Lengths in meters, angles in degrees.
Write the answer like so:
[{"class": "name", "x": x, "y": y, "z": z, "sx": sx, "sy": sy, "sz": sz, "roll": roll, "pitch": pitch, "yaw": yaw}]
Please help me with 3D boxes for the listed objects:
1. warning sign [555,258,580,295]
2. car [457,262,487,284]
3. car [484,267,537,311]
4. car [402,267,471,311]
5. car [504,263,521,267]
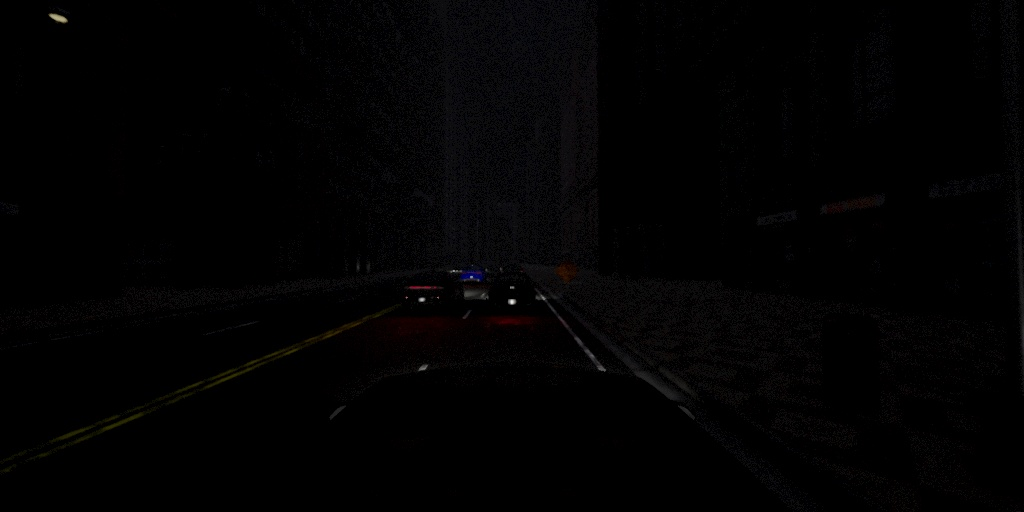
[{"class": "warning sign", "x": 2.852, "y": 1.043, "z": 18.498, "sx": 1.300, "sy": 1.860, "sz": 1.060, "roll": 0, "pitch": 0, "yaw": 0}, {"class": "car", "x": -3.217, "y": 1.547, "z": 31.106, "sx": 1.882, "sy": 1.535, "sz": 5.008, "roll": 0, "pitch": 0, "yaw": 1}, {"class": "car", "x": 0.025, "y": 1.401, "z": 15.342, "sx": 1.837, "sy": 1.490, "sz": 4.892, "roll": 0, "pitch": 0, "yaw": 1}, {"class": "car", "x": -3.226, "y": 1.387, "z": 15.354, "sx": 2.128, "sy": 1.511, "sz": 4.902, "roll": 0, "pitch": 0, "yaw": 1}, {"class": "car", "x": 0.027, "y": 1.411, "z": 30.287, "sx": 2.097, "sy": 1.767, "sz": 4.553, "roll": 0, "pitch": -1, "yaw": 1}]
